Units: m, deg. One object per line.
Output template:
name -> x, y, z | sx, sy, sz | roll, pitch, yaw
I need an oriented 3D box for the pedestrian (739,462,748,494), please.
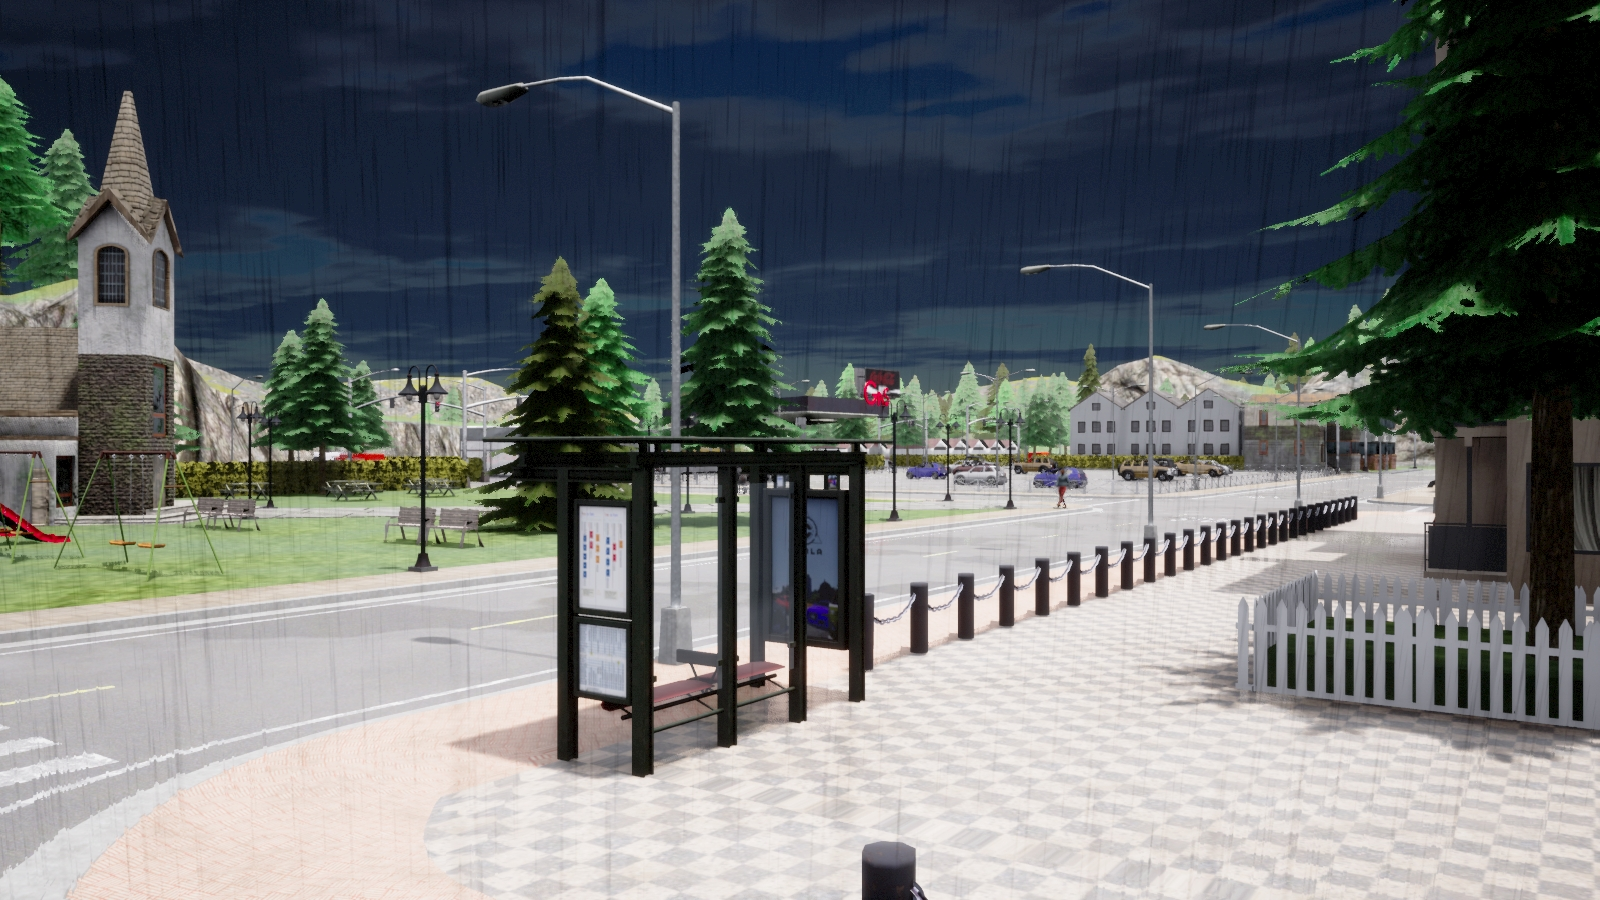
pedestrian -> -3.305, 1.666, 67.146 | 0.375, 1.860, 0.375 | 0, 0, 37

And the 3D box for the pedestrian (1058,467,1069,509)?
pedestrian -> 11.627, 1.665, 50.427 | 0.375, 1.860, 0.375 | 0, 0, 36
